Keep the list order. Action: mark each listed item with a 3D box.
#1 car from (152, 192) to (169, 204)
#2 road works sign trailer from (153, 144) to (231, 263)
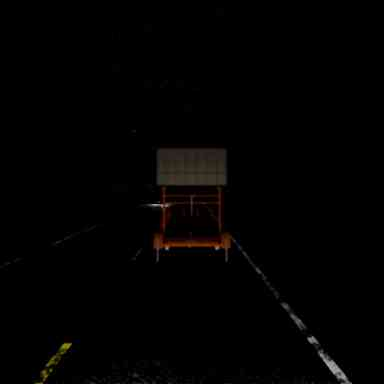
[{"bbox_3d":[-3.907,0.706,41.509,2.033,1.411,5.357,0,1,-1],"label":"car"},{"bbox_3d":[-0.006,0.237,11.008,2.380,3.560,2.880,0,1,-1],"label":"road works sign trailer"}]
